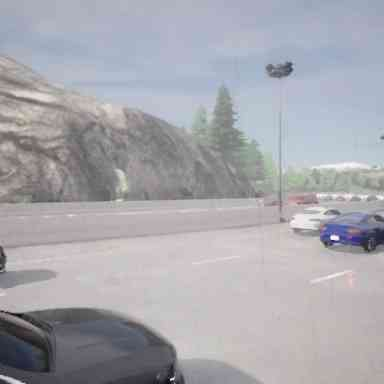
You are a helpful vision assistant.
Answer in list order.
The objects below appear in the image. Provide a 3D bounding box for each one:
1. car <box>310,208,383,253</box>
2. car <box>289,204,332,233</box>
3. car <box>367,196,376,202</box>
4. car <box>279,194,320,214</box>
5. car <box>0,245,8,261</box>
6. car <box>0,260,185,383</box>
[{"bbox_3d":[7.100,1.541,13.840,4.674,1.442,1.812,0,0,-39],"label":"car"},{"bbox_3d":[7.352,1.549,18.620,4.674,1.442,1.812,0,0,-40],"label":"car"},{"bbox_3d":[37.407,1.549,68.706,1.882,1.535,5.008,0,0,33],"label":"car"},{"bbox_3d":[12.335,1.269,37.781,2.150,2.045,5.566,0,0,45],"label":"car"},{"bbox_3d":[-6.952,1.512,7.469,4.902,1.511,2.128,0,0,-35],"label":"car"},{"bbox_3d":[-2.311,1.512,2.189,4.892,1.490,1.837,0,0,-35],"label":"car"}]
